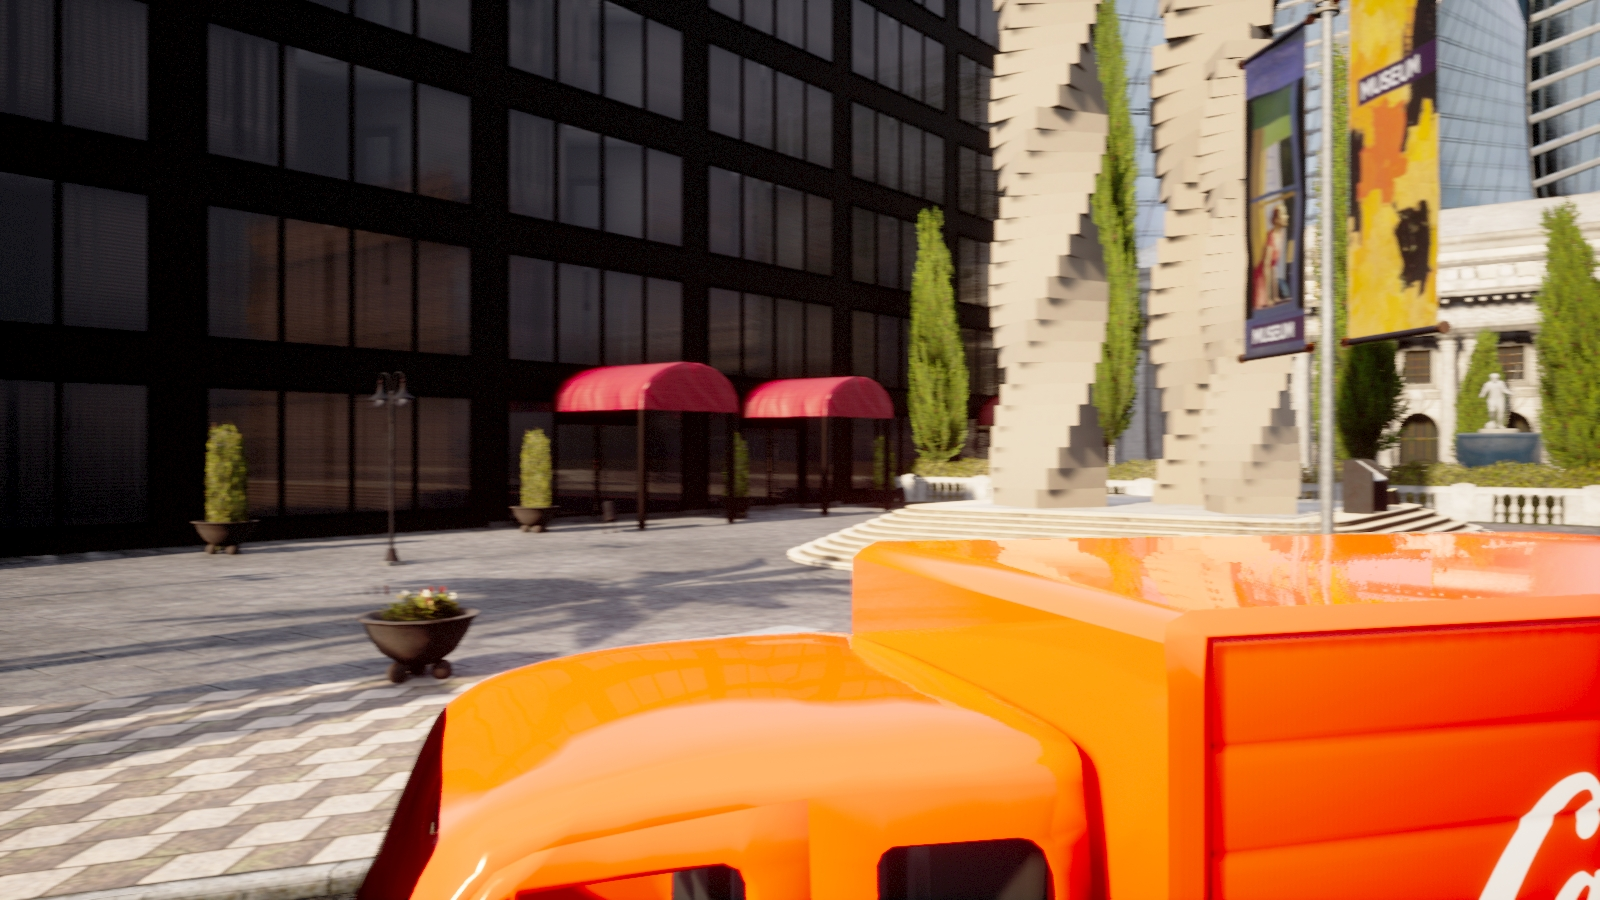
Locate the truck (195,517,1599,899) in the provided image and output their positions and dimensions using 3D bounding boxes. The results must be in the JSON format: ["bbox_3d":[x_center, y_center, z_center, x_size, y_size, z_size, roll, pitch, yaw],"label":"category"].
[{"bbox_3d":[1.248,1.564,3.647,5.204,2.467,2.627,0,0,-17],"label":"truck"}]
